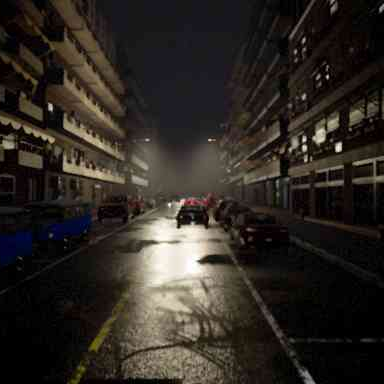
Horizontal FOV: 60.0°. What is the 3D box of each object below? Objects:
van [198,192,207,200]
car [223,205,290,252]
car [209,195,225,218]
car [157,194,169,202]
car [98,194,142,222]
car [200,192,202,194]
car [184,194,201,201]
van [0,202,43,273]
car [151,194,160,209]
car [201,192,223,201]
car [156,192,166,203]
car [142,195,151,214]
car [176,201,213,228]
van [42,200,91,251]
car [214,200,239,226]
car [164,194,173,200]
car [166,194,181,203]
[{"bbox_3d":[2.345,0.902,74.128,1.690,1.788,3.998,1,0,0],"label":"van"},{"bbox_3d":[2.549,1.442,13.286,1.887,1.381,4.507,1,0,0],"label":"car"},{"bbox_3d":[2.527,1.262,24.347,1.967,1.590,4.097,1,0,0],"label":"car"},{"bbox_3d":[-5.474,1.153,63.099,1.887,1.381,4.507,1,0,0],"label":"car"},{"bbox_3d":[-5.358,1.140,24.384,2.192,1.841,5.009,1,0,0],"label":"car"},{"bbox_3d":[2.422,1.127,46.471,1.967,1.590,4.097,1,0,0],"label":"car"},{"bbox_3d":[-0.017,1.281,41.197,1.994,1.385,4.181,0,0,0],"label":"car"},{"bbox_3d":[-5.311,1.282,7.792,1.690,1.788,3.998,1,0,0],"label":"van"},{"bbox_3d":[-5.411,1.287,40.978,1.947,1.339,4.313,1,0,0],"label":"car"},{"bbox_3d":[2.457,1.065,35.408,2.192,1.841,5.009,1,0,0],"label":"car"},{"bbox_3d":[-5.453,0.949,57.566,2.192,1.841,5.009,1,0,0],"label":"car"},{"bbox_3d":[-5.373,1.104,29.914,2.192,1.841,5.009,1,0,0],"label":"car"},{"bbox_3d":[0.037,1.448,20.728,1.895,1.301,4.718,0,0,0],"label":"car"},{"bbox_3d":[-5.327,1.242,13.324,1.690,1.788,3.998,1,0,0],"label":"van"},{"bbox_3d":[2.533,1.403,18.816,1.887,1.381,4.507,1,0,0],"label":"car"},{"bbox_3d":[-5.523,1.127,79.692,1.802,1.307,4.206,1,0,0],"label":"car"},{"bbox_3d":[-2.907,1.164,56.294,1.812,1.442,4.674,0,0,0],"label":"car"}]
